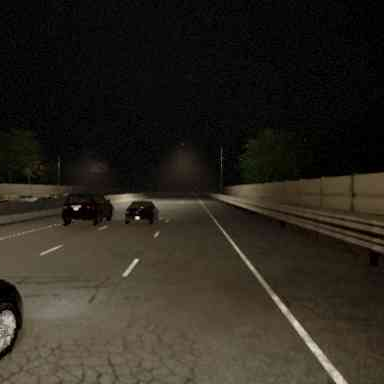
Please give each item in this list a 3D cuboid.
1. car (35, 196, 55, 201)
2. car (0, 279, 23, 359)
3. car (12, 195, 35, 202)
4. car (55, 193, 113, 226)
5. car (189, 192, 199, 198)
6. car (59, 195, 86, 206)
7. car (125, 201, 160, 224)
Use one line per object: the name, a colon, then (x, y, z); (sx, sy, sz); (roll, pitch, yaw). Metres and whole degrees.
car: (-21.171, 1.260, 49.833); (1.994, 1.385, 4.181); (0, 0, 0)
car: (-3.406, 1.487, 2.989); (1.837, 1.490, 4.892); (0, 0, 0)
car: (-24.672, 1.227, 49.085); (1.812, 1.442, 4.674); (0, 0, 0)
car: (-6.946, 1.088, 22.595); (2.150, 2.045, 5.566); (0, 0, 0)
car: (1.033, 0.833, 93.662); (2.097, 1.767, 4.553); (0, 0, 0)
car: (-17.669, 1.246, 49.599); (2.033, 1.411, 5.357); (0, 0, 0)
car: (-3.447, 1.367, 23.395); (1.837, 1.490, 4.892); (0, 0, 0)
